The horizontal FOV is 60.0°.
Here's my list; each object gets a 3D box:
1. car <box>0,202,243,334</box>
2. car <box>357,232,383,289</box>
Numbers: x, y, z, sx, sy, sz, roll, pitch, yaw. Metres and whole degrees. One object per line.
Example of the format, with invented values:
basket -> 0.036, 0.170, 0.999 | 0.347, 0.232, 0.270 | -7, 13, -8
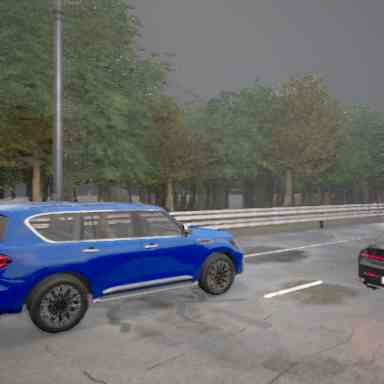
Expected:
car -> -1.445, 1.223, 7.014 | 5.566, 2.045, 2.150 | 0, 0, -36
car -> 5.846, 1.508, 7.917 | 4.892, 1.490, 1.837 | 0, 0, -35
